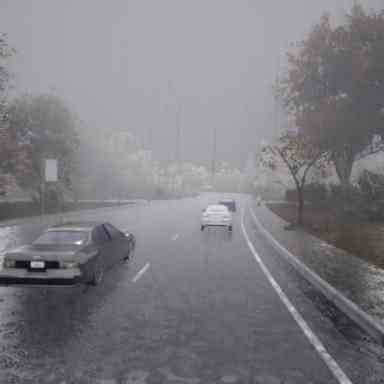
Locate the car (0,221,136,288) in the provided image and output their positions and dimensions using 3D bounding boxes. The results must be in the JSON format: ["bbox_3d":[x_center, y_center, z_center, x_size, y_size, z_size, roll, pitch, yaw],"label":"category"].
[{"bbox_3d":[-3.014,1.537,9.327,2.033,1.411,5.357,0,0,4],"label":"car"}]

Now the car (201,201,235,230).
[{"bbox_3d":[1.607,1.530,20.949,1.812,1.442,4.674,0,0,7],"label":"car"}]

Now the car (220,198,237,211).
[{"bbox_3d":[4.033,1.448,37.773,1.882,1.535,5.008,0,0,9],"label":"car"}]
